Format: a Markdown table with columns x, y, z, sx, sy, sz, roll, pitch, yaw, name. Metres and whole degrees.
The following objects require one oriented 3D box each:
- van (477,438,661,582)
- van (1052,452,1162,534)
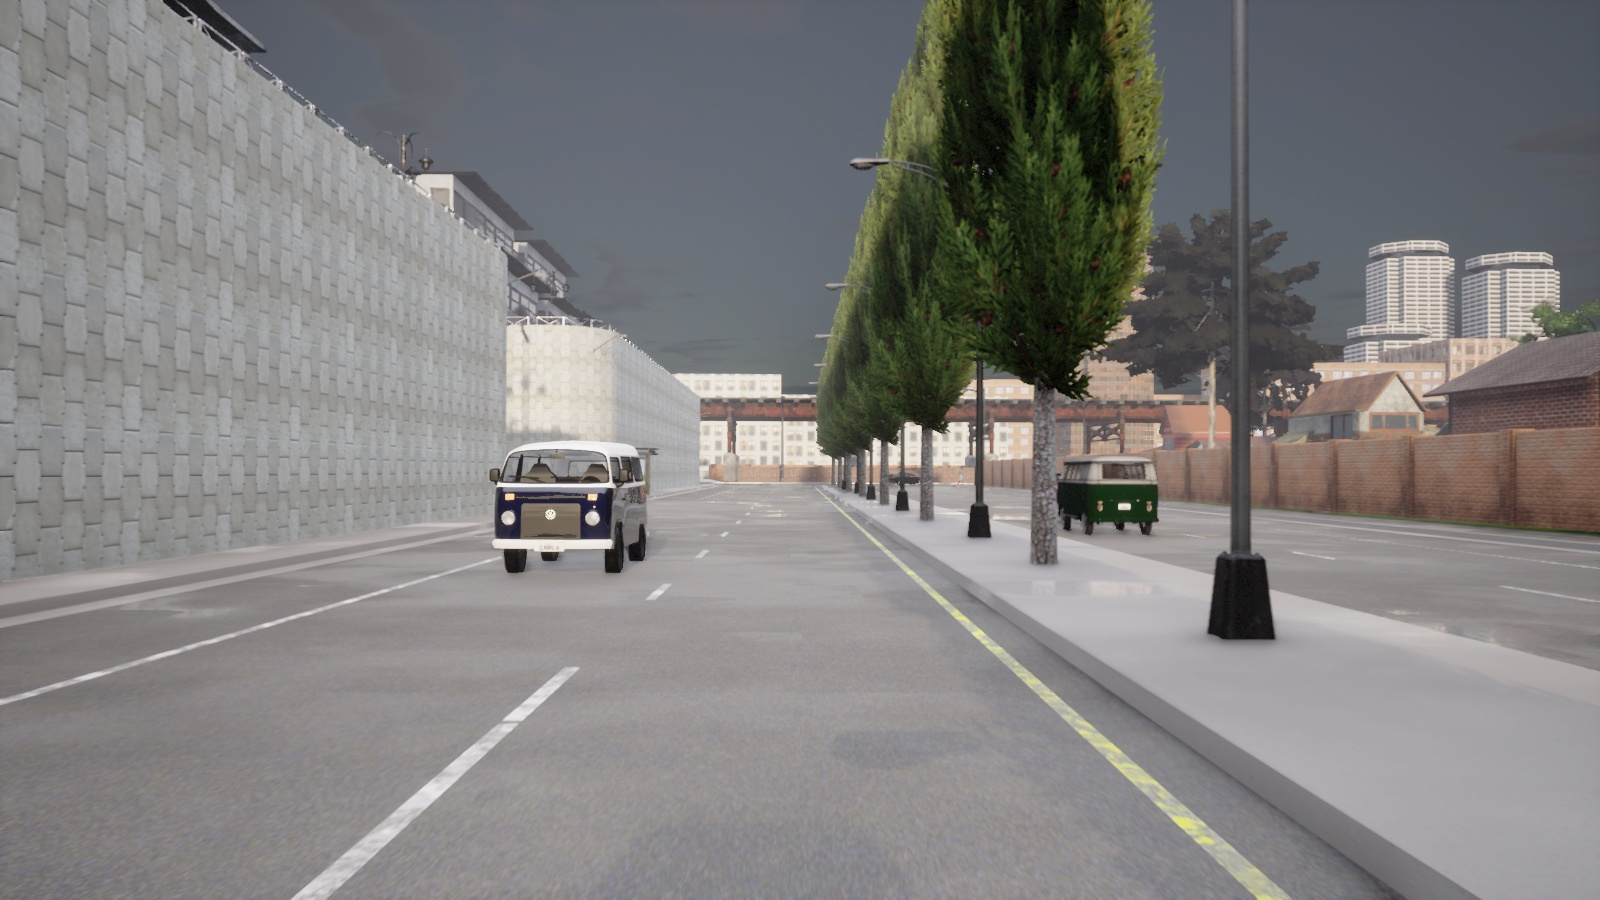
| x | y | z | sx | sy | sz | roll | pitch | yaw | name |
| --- | --- | --- | --- | --- | --- | --- | --- | --- | --- |
| -3.537 | 0.889 | 20.118 | 2.069 | 2.038 | 4.480 | 0 | -1 | 1 | van |
| 7.919 | 1.085 | 32.827 | 1.775 | 1.987 | 4.442 | 0 | -1 | 0 | van |
